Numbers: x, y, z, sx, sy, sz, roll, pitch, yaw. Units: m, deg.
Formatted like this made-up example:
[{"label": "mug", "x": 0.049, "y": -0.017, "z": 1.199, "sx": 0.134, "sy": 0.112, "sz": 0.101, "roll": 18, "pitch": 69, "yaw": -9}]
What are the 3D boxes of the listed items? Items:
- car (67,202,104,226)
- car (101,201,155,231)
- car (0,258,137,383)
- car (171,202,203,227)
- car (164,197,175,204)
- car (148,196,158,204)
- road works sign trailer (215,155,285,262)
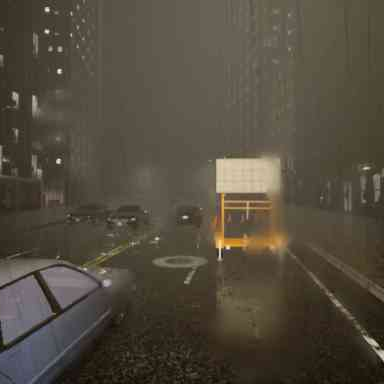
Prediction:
[{"label": "car", "x": -6.955, "y": 1.493, "z": 23.180, "sx": 1.837, "sy": 1.490, "sz": 4.892, "roll": 0, "pitch": 0, "yaw": 4}, {"label": "car", "x": -3.865, "y": 1.521, "z": 20.935, "sx": 1.812, "sy": 1.442, "sz": 4.674, "roll": 0, "pitch": 0, "yaw": 4}, {"label": "car", "x": -2.314, "y": 1.547, "z": 4.009, "sx": 2.033, "sy": 1.411, "sz": 5.357, "roll": 0, "pitch": 0, "yaw": 9}, {"label": "car", "x": -0.276, "y": 1.565, "z": 22.794, "sx": 1.994, "sy": 1.385, "sz": 4.181, "roll": 0, "pitch": 0, "yaw": 4}, {"label": "car", "x": -4.164, "y": 1.578, "z": 62.172, "sx": 1.994, "sy": 1.385, "sz": 4.181, "roll": 0, "pitch": 0, "yaw": -5}, {"label": "car", "x": -7.537, "y": 1.548, "z": 63.911, "sx": 2.033, "sy": 1.411, "sz": 5.357, "roll": 0, "pitch": 0, "yaw": -5}, {"label": "road works sign trailer", "x": 2.051, "y": 0.469, "z": 12.282, "sx": 2.380, "sy": 3.560, "sz": 2.880, "roll": 0, "pitch": 0, "yaw": 5}]
